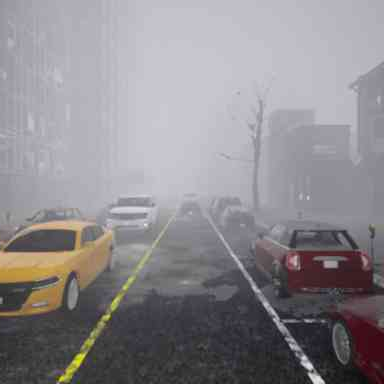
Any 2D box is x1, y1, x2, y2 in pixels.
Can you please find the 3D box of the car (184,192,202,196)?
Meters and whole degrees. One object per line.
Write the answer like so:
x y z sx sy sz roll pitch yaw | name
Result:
-0.189 1.048 43.507 2.150 2.045 5.566 0 1 0 | car

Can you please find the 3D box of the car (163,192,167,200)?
-6.126 1.217 80.400 1.802 1.307 4.206 1 0 0 | car

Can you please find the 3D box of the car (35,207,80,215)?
-5.751 1.397 13.844 1.967 1.590 4.097 1 0 0 | car

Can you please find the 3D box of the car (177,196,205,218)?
-0.101 1.397 28.988 1.837 1.490 4.892 0 1 0 | car

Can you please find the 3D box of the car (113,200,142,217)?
-5.846 1.472 30.484 1.802 1.307 4.206 1 0 0 | car

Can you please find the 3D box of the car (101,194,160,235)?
-3.189 1.157 18.775 2.150 2.045 5.566 0 0 0 | car

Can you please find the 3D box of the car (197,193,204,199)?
2.192 1.086 91.710 1.752 1.417 4.829 1 0 0 | car

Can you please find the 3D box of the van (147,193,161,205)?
-5.967 1.126 52.669 1.690 1.788 3.998 1 0 0 | van

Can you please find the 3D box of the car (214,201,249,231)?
2.597 1.478 19.437 2.008 1.369 4.403 1 0 0 | car

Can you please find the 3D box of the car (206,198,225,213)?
2.503 1.381 36.248 1.752 1.417 4.829 1 0 0 | car

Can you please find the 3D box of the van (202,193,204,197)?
2.381 1.089 58.263 1.690 1.788 3.998 1 0 0 | van

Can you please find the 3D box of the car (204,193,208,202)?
2.538 1.197 30.531 2.192 1.841 5.009 1 0 0 | car

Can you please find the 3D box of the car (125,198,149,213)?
-5.877 1.410 36.030 1.887 1.381 4.507 1 0 0 | car

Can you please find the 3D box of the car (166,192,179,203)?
-3.379 1.244 63.112 1.837 1.490 4.892 0 0 0 | car

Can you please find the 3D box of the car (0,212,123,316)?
-3.139 1.454 7.781 1.882 1.535 5.008 0 0 0 | car

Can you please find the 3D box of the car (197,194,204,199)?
2.223 1.177 85.994 1.802 1.307 4.206 1 0 0 | car

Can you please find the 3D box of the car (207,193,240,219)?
2.568 1.220 24.982 2.192 1.841 5.009 1 0 0 | car

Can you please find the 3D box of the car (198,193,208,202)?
2.318 1.129 69.355 1.967 1.590 4.097 1 0 0 | car

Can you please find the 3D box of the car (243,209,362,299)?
2.660 1.408 8.345 1.967 1.590 4.097 1 0 0 | car

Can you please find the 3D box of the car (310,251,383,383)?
2.689 1.569 2.797 1.802 1.307 4.206 1 0 0 | car

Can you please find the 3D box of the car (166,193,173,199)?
-6.187 1.097 91.321 1.752 1.417 4.829 1 0 0 | car

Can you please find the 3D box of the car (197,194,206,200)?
2.254 1.172 80.449 1.887 1.381 4.507 1 0 0 | car

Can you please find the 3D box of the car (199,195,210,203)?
2.347 1.285 63.810 1.947 1.339 4.313 1 0 0 | car

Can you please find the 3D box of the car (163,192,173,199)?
-6.154 0.919 85.944 2.192 1.841 5.009 1 0 0 | car
